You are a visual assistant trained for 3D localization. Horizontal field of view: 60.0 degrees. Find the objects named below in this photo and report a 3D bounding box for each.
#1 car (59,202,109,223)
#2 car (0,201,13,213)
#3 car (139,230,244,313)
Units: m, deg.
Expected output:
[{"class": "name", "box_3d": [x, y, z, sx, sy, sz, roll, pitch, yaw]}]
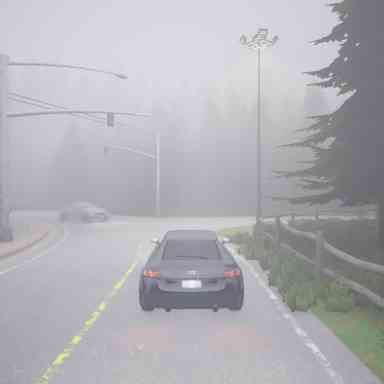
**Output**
[{"class": "car", "box_3d": [-8.459, 1.526, 25.761, 4.674, 1.442, 1.812, 0, 0, 36]}, {"class": "car", "box_3d": [-20.946, 1.507, 34.726, 4.892, 1.490, 1.837, -1, 0, 22]}, {"class": "car", "box_3d": [-0.029, 1.564, 7.775, 1.994, 1.385, 4.181, 0, 0, -1]}]
